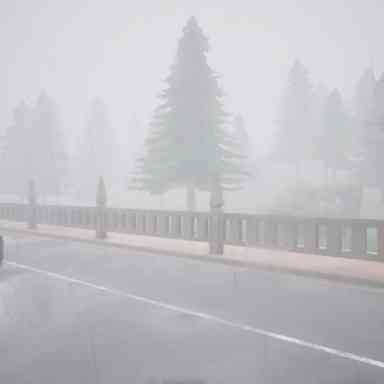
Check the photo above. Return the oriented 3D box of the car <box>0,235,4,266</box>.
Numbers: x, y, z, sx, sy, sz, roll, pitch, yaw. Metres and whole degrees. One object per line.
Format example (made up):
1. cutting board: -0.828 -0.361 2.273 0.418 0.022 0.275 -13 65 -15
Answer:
1. car: -7.376 1.478 9.689 5.008 1.535 1.882 0 0 37
